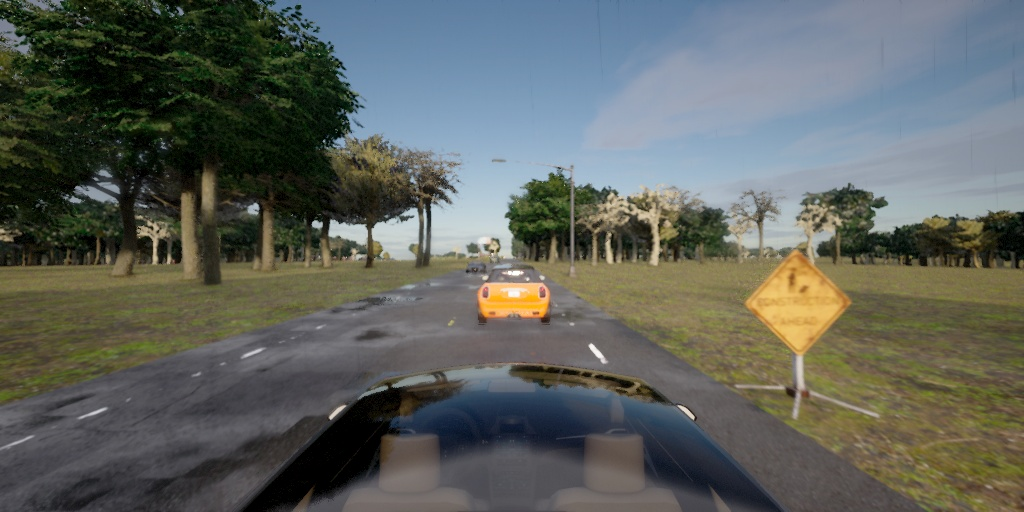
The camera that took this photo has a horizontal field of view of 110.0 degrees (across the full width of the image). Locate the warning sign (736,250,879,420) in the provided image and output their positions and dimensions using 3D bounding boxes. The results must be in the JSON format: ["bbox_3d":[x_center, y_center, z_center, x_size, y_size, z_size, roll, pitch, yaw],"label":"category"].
[{"bbox_3d":[3.543,0.853,4.427,1.300,1.860,1.060,0,0,0],"label":"warning sign"}]

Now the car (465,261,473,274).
[{"bbox_3d":[-3.709,1.189,37.767,1.994,1.385,4.181,0,0,0],"label":"car"}]

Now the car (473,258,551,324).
[{"bbox_3d":[0.055,1.060,11.953,2.097,1.767,4.553,0,0,0],"label":"car"}]
